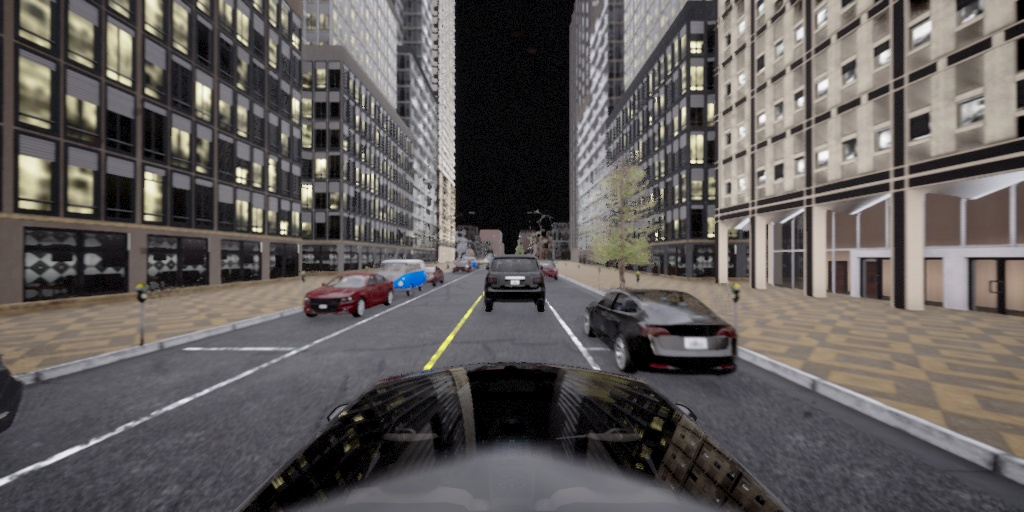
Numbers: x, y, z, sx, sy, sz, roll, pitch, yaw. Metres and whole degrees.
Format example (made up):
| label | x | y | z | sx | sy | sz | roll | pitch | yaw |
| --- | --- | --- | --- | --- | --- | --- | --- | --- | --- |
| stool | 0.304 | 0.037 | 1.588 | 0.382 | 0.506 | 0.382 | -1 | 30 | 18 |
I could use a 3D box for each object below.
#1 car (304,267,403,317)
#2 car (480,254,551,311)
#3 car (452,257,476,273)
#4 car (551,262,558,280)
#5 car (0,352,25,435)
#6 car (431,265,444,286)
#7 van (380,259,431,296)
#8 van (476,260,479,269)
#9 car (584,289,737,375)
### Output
| label | x | y | z | sx | sy | sz | roll | pitch | yaw |
| --- | --- | --- | --- | --- | --- | --- | --- | --- | --- |
| car | -5.691 | 1.279 | 13.035 | 1.888 | 1.381 | 4.507 | 0 | 0 | 0 |
| car | 0.100 | 0.954 | 14.465 | 2.150 | 2.045 | 5.566 | 0 | 0 | 0 |
| car | -5.692 | 1.126 | 41.496 | 1.967 | 1.591 | 4.097 | 0 | 0 | 0 |
| car | 2.690 | 1.147 | 30.098 | 1.967 | 1.591 | 4.097 | 0 | 0 | 0 |
| car | -5.690 | 1.300 | 1.651 | 2.007 | 1.370 | 4.403 | 0 | 0 | 0 |
| car | -5.691 | 1.298 | 24.420 | 1.802 | 1.307 | 4.207 | 0 | 0 | 0 |
| van | -5.691 | 1.066 | 18.728 | 1.690 | 1.789 | 3.998 | 0 | 0 | 0 |
| van | -5.692 | 1.016 | 47.189 | 1.690 | 1.789 | 3.998 | 0 | 0 | 0 |
| car | 2.690 | 1.308 | 7.331 | 1.948 | 1.339 | 4.313 | 0 | 0 | 0 |
